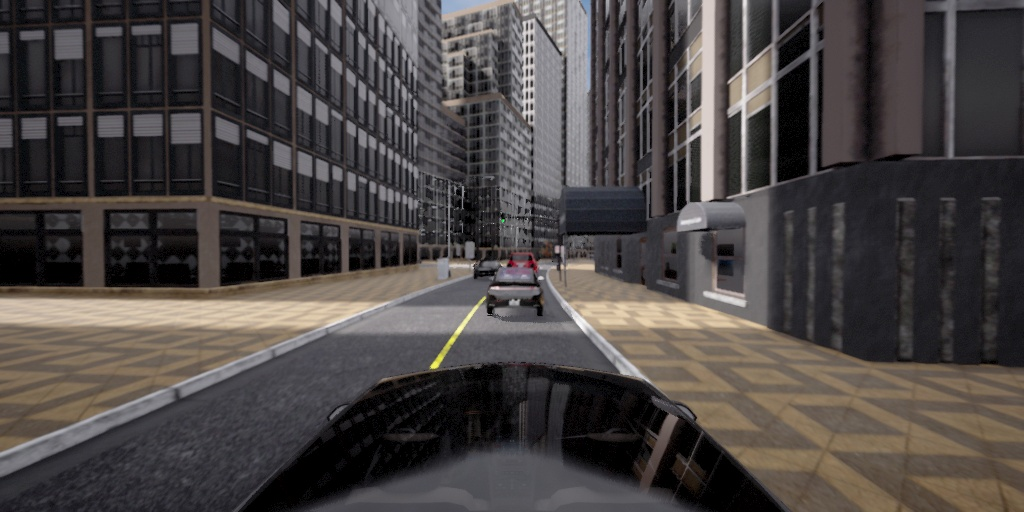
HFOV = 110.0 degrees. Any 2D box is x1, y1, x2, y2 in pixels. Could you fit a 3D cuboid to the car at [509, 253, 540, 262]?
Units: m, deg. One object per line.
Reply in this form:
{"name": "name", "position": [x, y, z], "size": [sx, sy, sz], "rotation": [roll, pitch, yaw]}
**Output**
{"name": "car", "position": [0.871, 0.787, 27.314], "size": [2.150, 2.045, 5.566], "rotation": [0, 0, 5]}

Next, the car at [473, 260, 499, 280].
{"name": "car", "position": [-1.873, 1.061, 28.892], "size": [1.837, 1.490, 4.892], "rotation": [0, 0, 5]}

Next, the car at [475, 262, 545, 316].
{"name": "car", "position": [0.155, 1.154, 12.949], "size": [2.128, 1.511, 4.902], "rotation": [0, 0, 2]}
